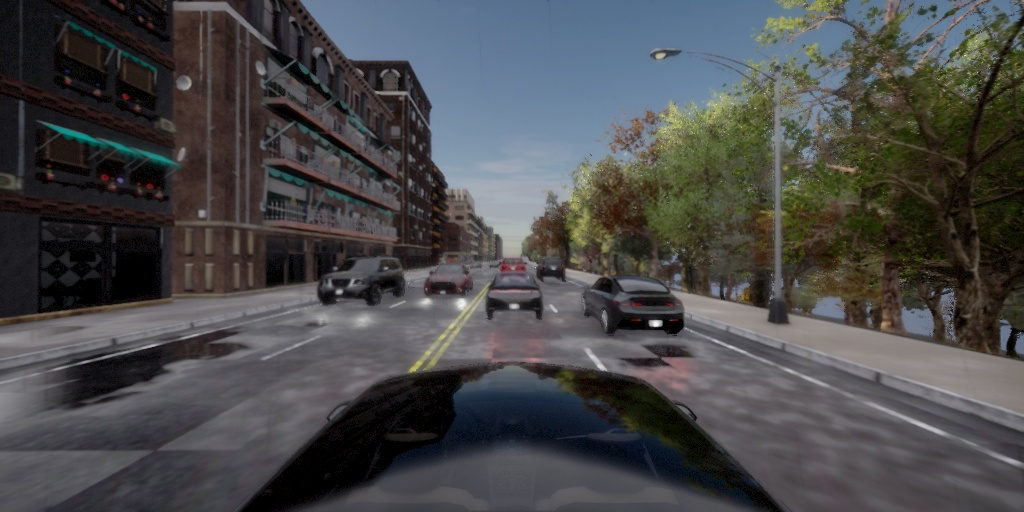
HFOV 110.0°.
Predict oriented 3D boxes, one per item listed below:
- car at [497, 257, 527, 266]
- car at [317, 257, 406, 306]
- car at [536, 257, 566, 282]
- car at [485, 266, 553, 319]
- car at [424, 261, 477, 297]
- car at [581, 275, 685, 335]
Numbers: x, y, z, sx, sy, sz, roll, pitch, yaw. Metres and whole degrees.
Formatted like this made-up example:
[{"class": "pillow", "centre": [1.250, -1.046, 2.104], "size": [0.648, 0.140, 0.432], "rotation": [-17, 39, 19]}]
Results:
[{"class": "car", "centre": [0.100, 1.123, 31.358], "size": [2.150, 2.045, 5.566], "rotation": [0, 0, 0]}, {"class": "car", "centre": [-6.596, 1.049, 16.476], "size": [2.150, 2.045, 5.566], "rotation": [0, -1, 0]}, {"class": "car", "centre": [3.350, 1.124, 31.437], "size": [2.150, 2.045, 5.566], "rotation": [0, 0, 0]}, {"class": "car", "centre": [0.085, 1.300, 13.106], "size": [2.128, 1.511, 4.902], "rotation": [0, 0, 0]}, {"class": "car", "centre": [-3.347, 1.193, 19.664], "size": [2.097, 1.767, 4.553], "rotation": [0, 0, 0]}, {"class": "car", "centre": [3.327, 1.302, 10.685], "size": [1.837, 1.490, 4.892], "rotation": [0, 0, 0]}]
